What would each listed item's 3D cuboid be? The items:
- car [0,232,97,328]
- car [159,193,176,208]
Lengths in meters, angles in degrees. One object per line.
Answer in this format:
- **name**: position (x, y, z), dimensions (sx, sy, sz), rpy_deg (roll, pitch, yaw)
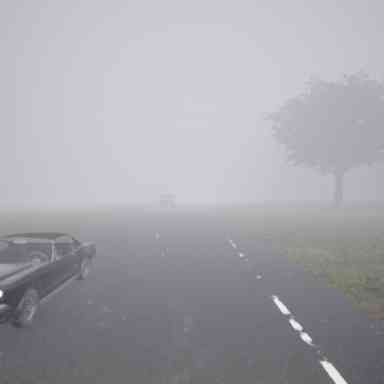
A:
- **car**: position (-3.599, 1.596, 7.092), dimensions (1.895, 1.301, 4.718), rpy_deg (0, 0, 0)
- **car**: position (-3.569, 1.218, 48.933), dimensions (2.150, 2.045, 5.566), rpy_deg (0, 0, 0)
